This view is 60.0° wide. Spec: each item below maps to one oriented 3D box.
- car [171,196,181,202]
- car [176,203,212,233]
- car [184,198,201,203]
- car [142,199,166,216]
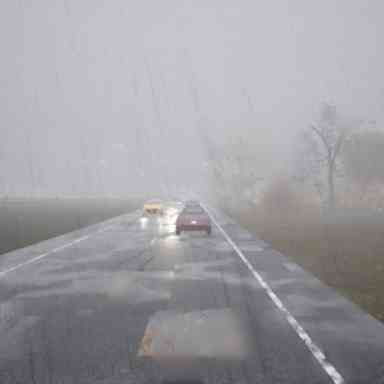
[{"bbox_3d":[-3.522,1.515,73.459,1.895,1.301,4.718,0,0,0],"label":"car"},{"bbox_3d":[0.092,1.561,19.485,1.994,1.385,4.181,0,0,0],"label":"car"},{"bbox_3d":[0.078,1.484,41.382,2.128,1.511,4.902,0,0,0],"label":"car"},{"bbox_3d":[-3.606,1.473,32.238,1.882,1.535,5.008,0,0,0],"label":"car"}]
